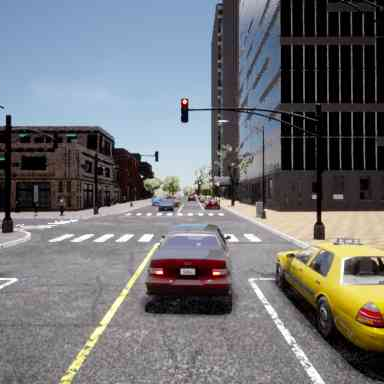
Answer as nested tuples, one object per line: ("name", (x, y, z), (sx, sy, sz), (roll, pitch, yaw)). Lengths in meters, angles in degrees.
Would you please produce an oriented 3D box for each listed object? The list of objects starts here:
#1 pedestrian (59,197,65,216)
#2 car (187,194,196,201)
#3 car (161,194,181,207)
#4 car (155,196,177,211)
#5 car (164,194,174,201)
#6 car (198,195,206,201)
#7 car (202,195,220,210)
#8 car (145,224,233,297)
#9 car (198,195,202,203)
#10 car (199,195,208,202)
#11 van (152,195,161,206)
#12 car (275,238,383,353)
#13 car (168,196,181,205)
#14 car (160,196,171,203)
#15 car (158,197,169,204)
("pedestrian", (-12.569, 1.369, 32.087), (0.375, 1.860, 0.375), (0, 0, 1))
("car", (-0.061, 1.387, 81.614), (2.097, 1.767, 4.553), (0, 0, 0))
("car", (-3.133, 1.371, 50.983), (2.097, 1.767, 4.553), (0, 0, 0))
("car", (-3.154, 1.562, 41.084), (2.033, 1.411, 5.357), (0, 0, -3))
("car", (-5.737, 1.348, 82.852), (2.192, 1.841, 5.009), (1, 0, 0))
("car", (2.635, 1.580, 88.382), (1.887, 1.381, 4.507), (1, 0, 0))
("car", (2.670, 1.456, 44.103), (1.967, 1.590, 4.097), (1, 0, 0))
("car", (0.068, 1.550, 8.775), (2.033, 1.411, 5.357), (0, 0, 3))
("car", (2.648, 1.553, 71.948), (1.752, 1.417, 4.829), (1, 0, 0))
("car", (2.644, 1.556, 77.483), (1.752, 1.417, 4.829), (1, 0, 0))
("van", (-5.717, 1.362, 55.181), (1.690, 1.788, 3.998), (1, 0, 0))
("car", (2.834, 1.527, 6.326), (1.752, 1.417, 4.829), (1, 0, 0))
("car", (-3.112, 1.515, 61.360), (2.128, 1.511, 4.902), (0, 0, 0))
("car", (-5.733, 1.594, 71.784), (1.947, 1.339, 4.313), (1, 0, 0))
("car", (-5.729, 1.607, 66.249), (1.802, 1.307, 4.206), (1, 0, 0))
